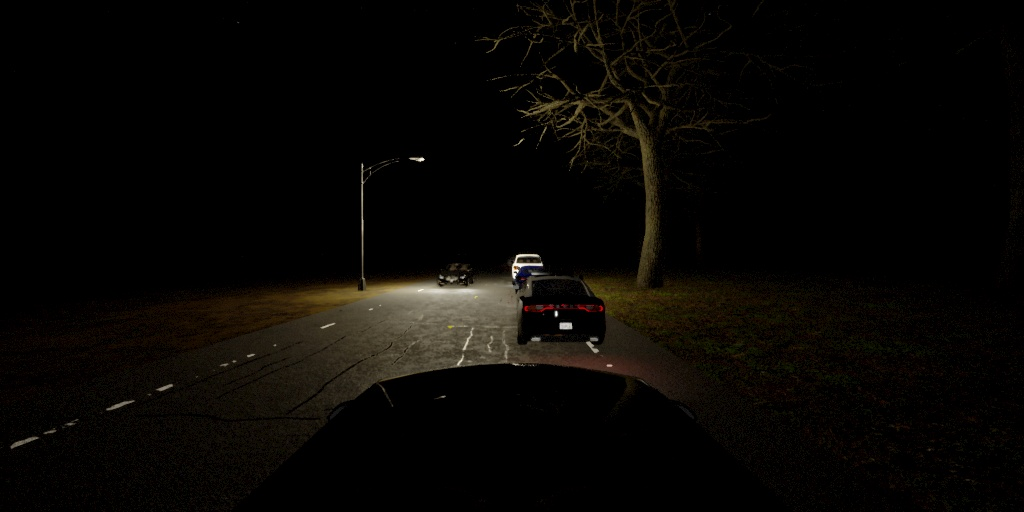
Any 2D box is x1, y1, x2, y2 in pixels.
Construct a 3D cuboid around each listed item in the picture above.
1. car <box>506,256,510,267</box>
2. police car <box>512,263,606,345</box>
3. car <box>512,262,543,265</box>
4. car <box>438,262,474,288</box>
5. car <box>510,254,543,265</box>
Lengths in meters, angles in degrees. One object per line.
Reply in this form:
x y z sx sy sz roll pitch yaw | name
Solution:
0.148 0.911 54.525 1.812 1.442 4.674 0 1 0 | car
1.063 1.164 9.628 1.930 1.638 5.238 0 0 0 | police car
1.079 1.236 19.519 1.812 1.442 4.674 0 0 0 | car
-3.564 1.199 23.617 1.837 1.490 4.892 0 0 0 | car
1.089 0.909 25.549 2.150 2.045 5.566 0 0 0 | car
